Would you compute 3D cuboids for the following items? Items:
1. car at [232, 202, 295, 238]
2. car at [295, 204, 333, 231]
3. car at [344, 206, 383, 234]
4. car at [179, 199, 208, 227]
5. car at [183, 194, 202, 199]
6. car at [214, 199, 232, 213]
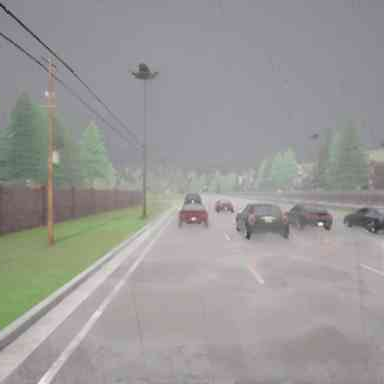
[{"bbox_3d":[3.605,1.369,17.743,2.097,1.767,4.553,0,0,0],"label":"car"},{"bbox_3d":[7.107,1.526,20.813,1.837,1.490,4.892,0,0,0],"label":"car"},{"bbox_3d":[10.592,1.545,19.277,1.812,1.442,4.674,0,0,0],"label":"car"},{"bbox_3d":[0.106,1.500,22.899,1.882,1.535,5.008,0,0,0],"label":"car"},{"bbox_3d":[0.111,1.261,41.502,2.150,2.045,5.566,0,0,0],"label":"car"},{"bbox_3d":[3.596,1.563,37.834,1.812,1.442,4.674,0,0,0],"label":"car"}]
